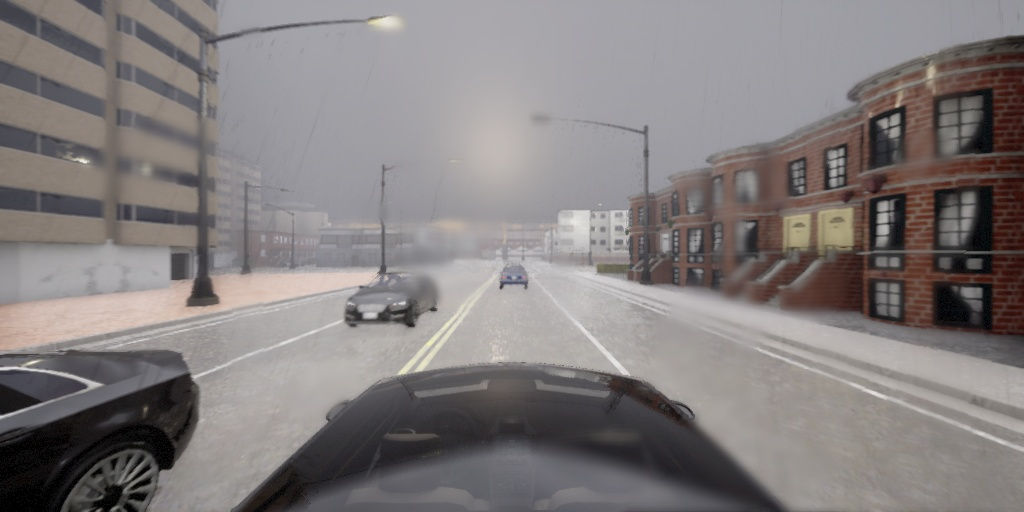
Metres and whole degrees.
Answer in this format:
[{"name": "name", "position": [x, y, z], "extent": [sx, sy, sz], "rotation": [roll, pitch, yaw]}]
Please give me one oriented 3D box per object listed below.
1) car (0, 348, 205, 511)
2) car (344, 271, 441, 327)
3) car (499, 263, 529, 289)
[{"name": "car", "position": [-3.599, 1.240, 1.036], "extent": [2.128, 1.511, 4.902], "rotation": [0, 0, 0]}, {"name": "car", "position": [-3.578, 1.245, 11.522], "extent": [2.128, 1.511, 4.902], "rotation": [0, 0, 0]}, {"name": "car", "position": [0.127, 1.308, 23.453], "extent": [2.033, 1.411, 5.357], "rotation": [0, 0, 0]}]
